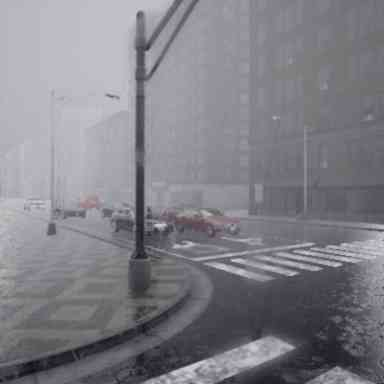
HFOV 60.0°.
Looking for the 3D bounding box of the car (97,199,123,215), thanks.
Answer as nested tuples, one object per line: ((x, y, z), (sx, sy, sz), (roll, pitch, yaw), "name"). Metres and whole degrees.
((-6.336, 1.631, 28.946), (1.882, 1.535, 5.008), (0, -1, -34), "car")

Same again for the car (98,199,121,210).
((-12.446, 1.845, 49.754), (1.837, 1.490, 4.892), (0, -1, -33), "car")

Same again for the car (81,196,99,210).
((-14.841, 1.540, 47.538), (2.150, 2.045, 5.566), (0, 0, -34), "car")

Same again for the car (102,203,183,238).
((-2.844, 1.547, 18.015), (2.128, 1.511, 4.902), (0, -1, -34), "car")

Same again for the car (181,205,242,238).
((0.735, 1.592, 18.522), (1.812, 1.442, 4.674), (0, -1, -34), "car")

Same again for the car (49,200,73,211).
((-18.761, 1.855, 47.406), (2.033, 1.411, 5.357), (0, -1, -34), "car")

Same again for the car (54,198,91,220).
((-11.103, 1.634, 30.184), (1.882, 1.535, 5.008), (0, -1, -34), "car")

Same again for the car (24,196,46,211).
((-21.866, 1.591, 46.206), (2.150, 2.045, 5.566), (0, -1, -34), "car")

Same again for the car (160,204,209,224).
((-0.692, 1.706, 26.760), (1.994, 1.385, 4.181), (0, -1, -34), "car")
